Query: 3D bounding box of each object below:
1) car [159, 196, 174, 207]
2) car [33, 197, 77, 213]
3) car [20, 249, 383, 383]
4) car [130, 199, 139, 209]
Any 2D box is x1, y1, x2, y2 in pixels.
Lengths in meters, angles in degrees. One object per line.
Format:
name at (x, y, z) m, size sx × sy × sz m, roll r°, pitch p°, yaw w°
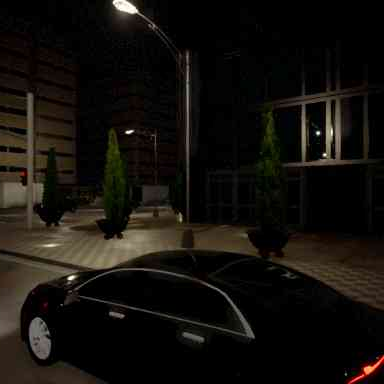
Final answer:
car at (-3.294, 1.408, 53.203) m, size 2.097 × 1.767 × 4.553 m, roll 0°, pitch 0°, yaw 35°
car at (-15.049, 1.407, 36.571) m, size 2.097 × 1.767 × 4.553 m, roll 0°, pitch 0°, yaw 35°
car at (-0.249, 1.505, 4.169) m, size 4.892 × 1.490 × 1.837 m, roll 0°, pitch 0°, yaw 36°
car at (-9.115, 1.581, 44.963) m, size 1.812 × 1.442 × 4.674 m, roll 0°, pitch 0°, yaw 35°
